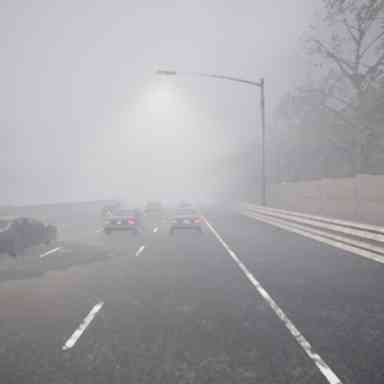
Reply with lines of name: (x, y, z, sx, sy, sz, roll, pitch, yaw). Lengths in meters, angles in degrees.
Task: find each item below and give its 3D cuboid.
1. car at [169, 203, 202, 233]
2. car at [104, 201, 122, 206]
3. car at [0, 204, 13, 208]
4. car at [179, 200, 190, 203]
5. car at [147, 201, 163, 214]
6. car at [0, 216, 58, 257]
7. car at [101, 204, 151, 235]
car: (-0.392, 1.627, 20.107, 2.033, 1.411, 5.357, -1, 0, -1)
car: (-7.728, 1.716, 33.279, 1.837, 1.490, 4.892, -1, 0, -1)
car: (-18.382, 1.857, 31.598, 2.033, 1.411, 5.357, -1, 0, -1)
car: (-0.912, 1.706, 40.329, 1.812, 1.442, 4.674, -1, 0, -1)
car: (-4.349, 1.750, 38.183, 2.033, 1.411, 5.357, -1, 0, -1)
car: (-7.207, 1.668, 13.353, 2.033, 1.411, 5.357, -1, 0, -2)
car: (-3.877, 1.661, 19.880, 2.033, 1.411, 5.357, -1, 0, -1)
